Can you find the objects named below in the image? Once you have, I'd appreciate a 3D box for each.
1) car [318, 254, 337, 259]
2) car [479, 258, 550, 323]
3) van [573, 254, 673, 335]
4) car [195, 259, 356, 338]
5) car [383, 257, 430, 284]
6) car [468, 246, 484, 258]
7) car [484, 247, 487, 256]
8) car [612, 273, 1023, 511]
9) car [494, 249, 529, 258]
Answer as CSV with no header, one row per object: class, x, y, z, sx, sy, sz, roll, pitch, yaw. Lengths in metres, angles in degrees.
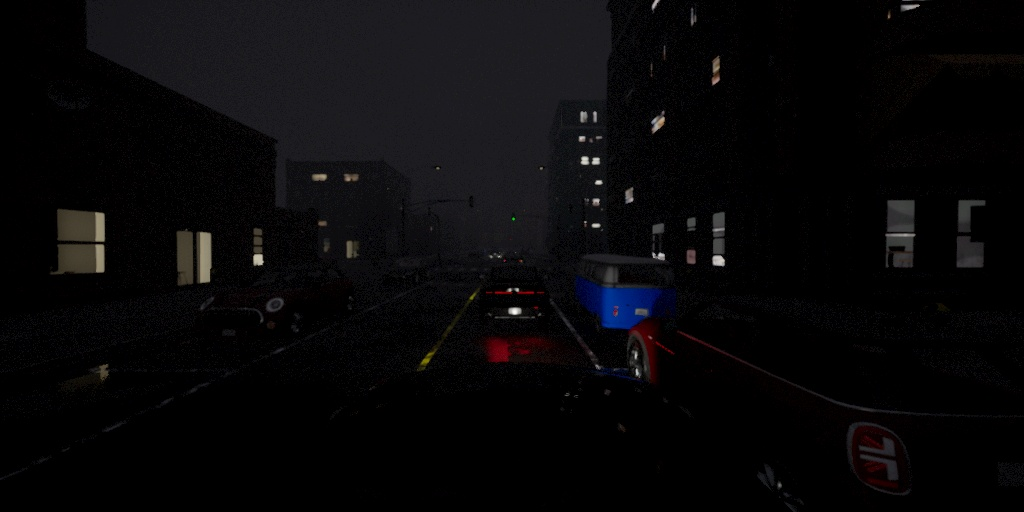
car,-19.470,0.358,35.214,4.507,1.381,1.888,0,0,0
car,0.052,0.977,10.833,1.837,1.490,4.892,0,2,0
van,2.653,0.860,9.271,1.690,1.789,3.998,0,0,0
car,-5.728,0.965,9.235,1.967,1.591,4.097,0,0,0
car,-5.786,0.748,20.044,2.007,1.370,4.403,0,0,0
car,-6.062,-0.409,57.981,1.888,1.381,4.507,0,0,0
car,-6.016,-0.582,63.660,1.888,1.381,4.507,0,0,0
car,2.681,1.123,3.866,1.967,1.591,4.097,0,0,0
car,0.155,0.483,26.731,2.128,1.511,4.902,0,2,3
